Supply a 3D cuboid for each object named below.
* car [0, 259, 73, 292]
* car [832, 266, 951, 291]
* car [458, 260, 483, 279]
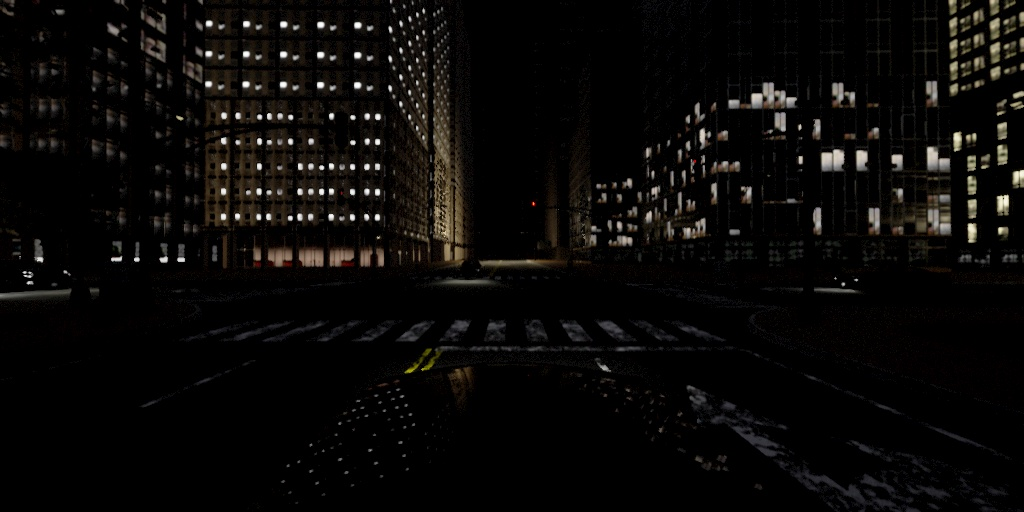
[{"bbox_3d":[-27.073,0.968,19.544,4.553,1.767,2.097,0,-1,2],"label":"car"},{"bbox_3d":[22.141,1.274,21.003,5.357,1.411,2.033,0,-1,2],"label":"car"},{"bbox_3d":[-3.656,1.111,31.848,1.882,1.535,5.008,0,1,-1],"label":"car"}]
